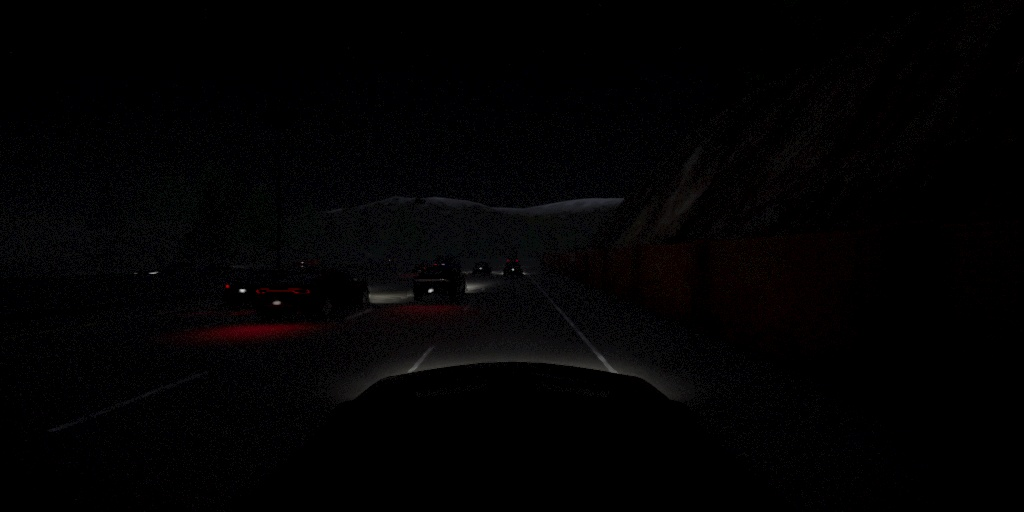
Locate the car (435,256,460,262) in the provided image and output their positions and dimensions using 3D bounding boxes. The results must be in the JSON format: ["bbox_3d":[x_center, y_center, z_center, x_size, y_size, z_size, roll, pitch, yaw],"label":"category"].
[{"bbox_3d":[-6.892,0.970,38.419,2.150,2.045,5.566,0,0,0],"label":"car"}]

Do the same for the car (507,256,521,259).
[{"bbox_3d":[0.319,0.972,63.129,2.150,2.045,5.566,0,0,4],"label":"car"}]

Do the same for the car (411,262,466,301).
[{"bbox_3d":[-3.398,1.241,17.449,2.128,1.511,4.902,0,0,0],"label":"car"}]

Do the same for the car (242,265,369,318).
[{"bbox_3d":[-6.901,1.227,12.998,1.882,1.535,5.008,0,0,0],"label":"car"}]

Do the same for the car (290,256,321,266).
[{"bbox_3d":[-31.516,1.001,54.957,2.150,2.045,5.566,0,0,1],"label":"car"}]

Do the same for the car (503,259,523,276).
[{"bbox_3d":[0.104,1.314,37.690,1.994,1.385,4.181,0,0,0],"label":"car"}]

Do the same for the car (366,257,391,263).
[{"bbox_3d":[-21.020,1.273,56.718,1.812,1.442,4.674,0,0,-4],"label":"car"}]

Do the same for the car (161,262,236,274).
[{"bbox_3d":[-24.576,1.294,28.980,2.033,1.411,5.357,0,0,0],"label":"car"}]

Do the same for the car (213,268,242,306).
[{"bbox_3d":[-10.400,1.312,15.839,1.994,1.385,4.181,0,0,0],"label":"car"}]

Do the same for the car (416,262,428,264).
[{"bbox_3d":[-10.393,1.350,42.372,1.895,1.301,4.718,0,0,0],"label":"car"}]

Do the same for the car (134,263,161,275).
[{"bbox_3d":[-28.071,1.253,29.557,1.837,1.490,4.892,0,-1,0],"label":"car"}]

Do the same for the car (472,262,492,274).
[{"bbox_3d":[-3.396,1.314,41.131,1.994,1.385,4.181,0,0,0],"label":"car"}]
